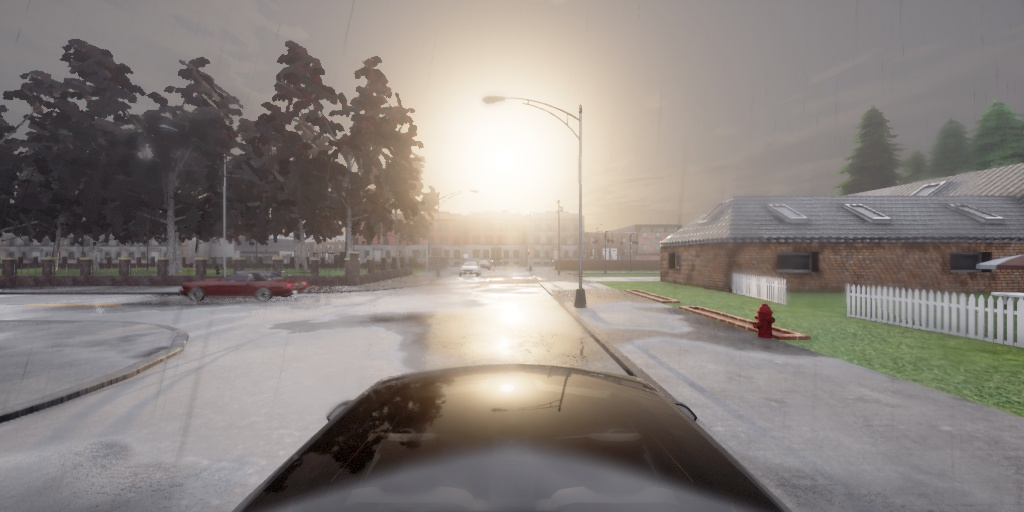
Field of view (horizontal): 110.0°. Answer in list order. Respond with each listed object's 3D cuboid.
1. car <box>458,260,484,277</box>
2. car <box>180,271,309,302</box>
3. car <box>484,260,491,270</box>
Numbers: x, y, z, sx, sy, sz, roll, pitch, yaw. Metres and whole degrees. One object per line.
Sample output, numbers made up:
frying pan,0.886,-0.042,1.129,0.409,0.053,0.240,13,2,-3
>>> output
car,-4.100,1.276,35.709,1.812,1.442,4.674,0,0,0
car,-12.130,1.351,16.393,4.718,1.301,1.895,0,0,-1
car,-4.034,1.275,51.067,1.812,1.442,4.674,0,0,1
